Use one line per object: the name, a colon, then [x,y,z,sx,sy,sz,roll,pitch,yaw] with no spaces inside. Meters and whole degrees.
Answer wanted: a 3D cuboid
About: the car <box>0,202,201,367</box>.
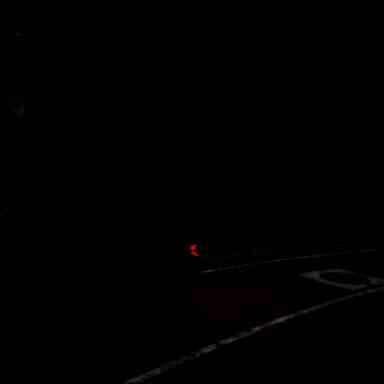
car: [-2.294,1.194,4.747,5.566,2.045,2.150,0,0,-44]
